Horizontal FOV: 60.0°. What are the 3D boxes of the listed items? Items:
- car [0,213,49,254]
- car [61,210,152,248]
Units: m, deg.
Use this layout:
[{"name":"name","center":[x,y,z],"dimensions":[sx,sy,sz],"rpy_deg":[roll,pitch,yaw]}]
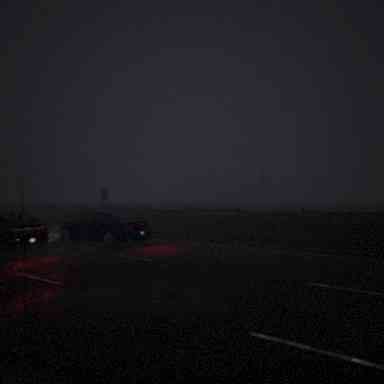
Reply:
[{"name":"car","center":[-8.011,1.636,14.000],"dimensions":[4.902,1.511,2.128],"rpy_deg":[-1,0,36]},{"name":"car","center":[-4.110,1.600,15.513],"dimensions":[5.008,1.535,1.882],"rpy_deg":[-1,0,36]}]
